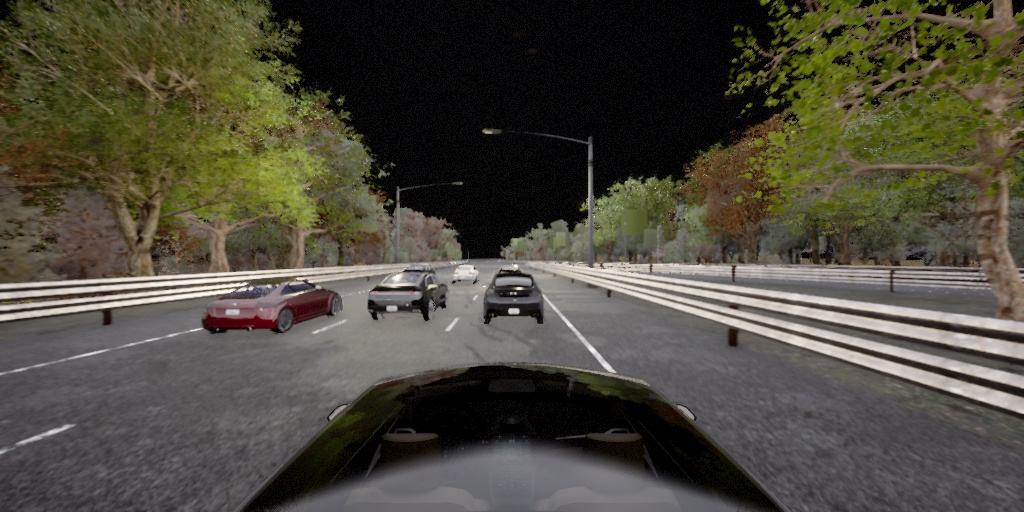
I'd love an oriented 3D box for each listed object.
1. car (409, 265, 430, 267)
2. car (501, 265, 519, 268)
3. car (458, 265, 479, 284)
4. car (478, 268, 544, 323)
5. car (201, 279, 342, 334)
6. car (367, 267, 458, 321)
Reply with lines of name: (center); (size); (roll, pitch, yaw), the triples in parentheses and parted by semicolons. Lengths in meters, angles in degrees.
car: (-7.155, 1.417, 28.030); (2.128, 1.511, 4.902); (0, 0, -1)
car: (-0.154, 1.414, 28.074); (2.128, 1.511, 4.902); (0, 0, -1)
car: (-3.671, 1.457, 29.065); (1.812, 1.442, 4.674); (0, 0, -1)
car: (0.041, 1.321, 12.453); (1.837, 1.490, 4.892); (0, 0, 0)
car: (-6.954, 1.374, 10.924); (1.994, 1.385, 4.181); (0, 0, 0)
car: (-3.460, 1.311, 12.725); (2.128, 1.511, 4.902); (0, 0, 0)
